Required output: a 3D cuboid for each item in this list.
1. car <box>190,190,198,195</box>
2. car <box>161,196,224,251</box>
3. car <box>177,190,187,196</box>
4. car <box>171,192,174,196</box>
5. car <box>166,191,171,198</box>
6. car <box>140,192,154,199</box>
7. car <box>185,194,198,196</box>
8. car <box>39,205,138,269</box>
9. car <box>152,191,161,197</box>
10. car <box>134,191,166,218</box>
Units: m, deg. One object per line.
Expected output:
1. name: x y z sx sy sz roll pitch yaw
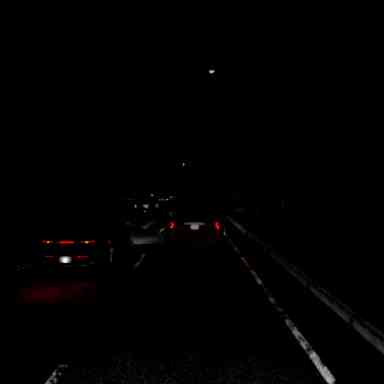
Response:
1. car: 0.577 0.503 85.572 1.837 1.490 4.892 0 1 1
2. car: 0.097 1.201 13.576 2.097 1.767 4.553 0 1 0
3. car: -2.667 0.352 85.978 2.097 1.767 4.553 0 1 1
4. car: -5.918 0.505 85.942 1.812 1.442 4.674 0 1 1
5. car: -6.185 0.718 70.357 1.812 1.442 4.674 0 1 1
6. car: -9.434 0.732 70.413 2.033 1.411 5.357 0 1 1
7. car: 1.058 1.194 27.252 1.882 1.535 5.008 -1 0 16
8. car: -3.151 1.387 10.687 1.837 1.490 4.892 0 1 0
9. car: -9.167 0.479 85.998 1.837 1.490 4.892 0 1 1
10. car: -3.415 1.065 26.170 2.097 1.767 4.553 0 0 -3
